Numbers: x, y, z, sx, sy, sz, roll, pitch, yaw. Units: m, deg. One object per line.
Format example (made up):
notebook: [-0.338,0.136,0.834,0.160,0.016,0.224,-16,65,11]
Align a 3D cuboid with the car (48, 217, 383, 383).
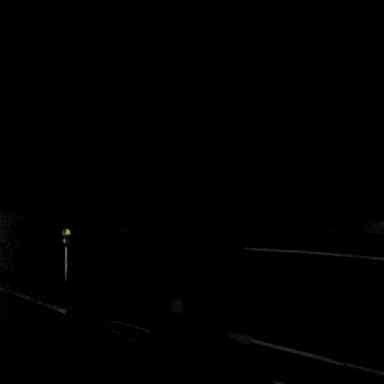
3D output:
car: [1.242,1.228,2.499,5.566,2.045,2.150,0,0,36]
